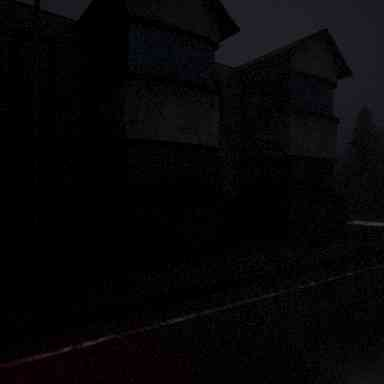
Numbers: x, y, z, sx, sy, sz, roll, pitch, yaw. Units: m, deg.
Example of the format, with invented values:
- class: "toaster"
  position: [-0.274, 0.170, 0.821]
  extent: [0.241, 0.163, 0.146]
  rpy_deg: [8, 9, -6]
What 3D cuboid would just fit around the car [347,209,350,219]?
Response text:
- class: "car"
  position: [10.469, 1.384, 27.208]
  extent: [2.097, 1.767, 4.553]
  rpy_deg: [0, 0, -35]
